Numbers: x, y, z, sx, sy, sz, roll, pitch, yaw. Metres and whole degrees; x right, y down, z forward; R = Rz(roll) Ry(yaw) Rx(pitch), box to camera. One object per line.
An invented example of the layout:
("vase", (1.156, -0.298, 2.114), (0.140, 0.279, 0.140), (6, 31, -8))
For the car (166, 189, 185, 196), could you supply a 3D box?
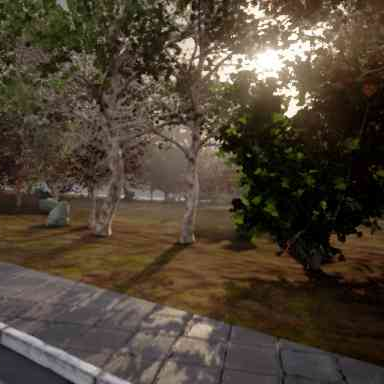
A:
("car", (-4.877, 0.206, 94.722), (2.435, 2.045, 5.566), (7, 2, 41))
